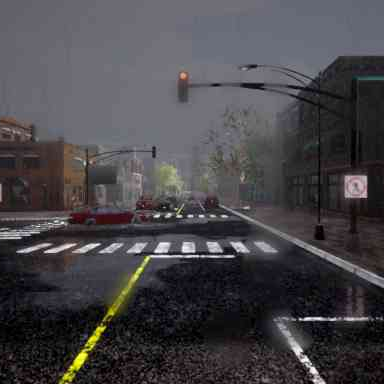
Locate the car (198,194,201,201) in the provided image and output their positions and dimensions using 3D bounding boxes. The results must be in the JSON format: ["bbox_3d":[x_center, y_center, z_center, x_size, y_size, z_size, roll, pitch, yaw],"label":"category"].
[{"bbox_3d":[2.703,1.536,63.619,2.008,1.369,4.403,-1,0,0],"label":"car"}]

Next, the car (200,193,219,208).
[{"bbox_3d":[2.697,1.305,46.987,2.192,1.841,5.009,-1,0,0],"label":"car"}]

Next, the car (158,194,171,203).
[{"bbox_3d":[-5.678,1.299,69.165,2.192,1.841,5.009,-1,0,0],"label":"car"}]

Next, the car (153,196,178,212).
[{"bbox_3d":[-3.085,1.556,38.897,1.994,1.385,4.181,0,0,0],"label":"car"}]

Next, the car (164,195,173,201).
[{"bbox_3d":[-5.674,1.525,80.253,1.887,1.381,4.507,-1,0,0],"label":"car"}]

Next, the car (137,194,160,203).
[{"bbox_3d":[-5.684,1.306,41.445,2.192,1.841,5.009,-1,0,0],"label":"car"}]

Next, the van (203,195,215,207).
[{"bbox_3d":[2.699,1.329,52.531,1.690,1.788,3.998,-1,0,0],"label":"van"}]

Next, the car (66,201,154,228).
[{"bbox_3d":[-5.671,1.604,22.552,5.357,1.411,2.033,-1,1,-26],"label":"car"}]

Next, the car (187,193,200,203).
[{"bbox_3d":[0.015,1.476,67.431,2.128,1.511,4.902,0,0,0],"label":"car"}]

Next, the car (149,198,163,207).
[{"bbox_3d":[-5.680,1.570,52.533,1.802,1.307,4.206,-1,0,0],"label":"car"}]

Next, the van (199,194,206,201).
[{"bbox_3d":[2.706,1.320,85.795,1.690,1.788,3.998,-1,0,0],"label":"van"}]

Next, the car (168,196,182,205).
[{"bbox_3d":[-2.989,1.478,58.827,2.128,1.511,4.902,0,0,0],"label":"car"}]

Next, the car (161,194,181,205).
[{"bbox_3d":[-3.056,1.467,48.697,1.882,1.535,5.008,0,0,0],"label":"car"}]

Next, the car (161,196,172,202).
[{"bbox_3d":[-5.675,1.548,74.709,1.947,1.339,4.313,-1,0,0],"label":"car"}]

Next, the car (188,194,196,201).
[{"bbox_3d":[0.018,1.356,77.847,1.882,1.535,5.008,0,0,0],"label":"car"}]
